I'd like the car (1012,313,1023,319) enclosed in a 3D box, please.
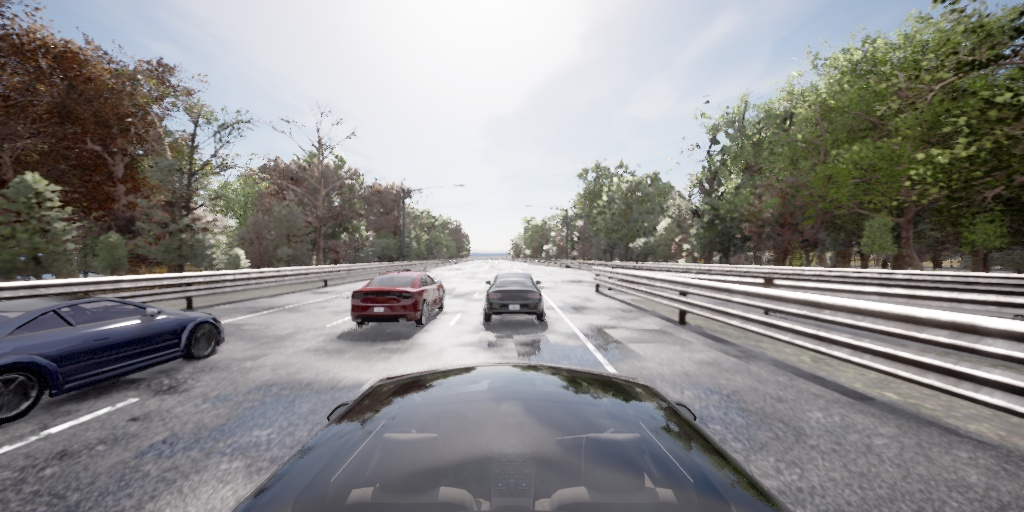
[{"bbox_3d":[14.467,1.282,7.361,1.882,1.535,5.008,0,0,-14],"label":"car"}]

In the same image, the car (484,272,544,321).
[{"bbox_3d":[0.051,1.279,12.394,1.812,1.442,4.674,0,0,0],"label":"car"}]

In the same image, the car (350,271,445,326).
[{"bbox_3d":[-3.445,1.232,11.718,1.882,1.535,5.008,0,0,0],"label":"car"}]

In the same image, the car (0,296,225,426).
[{"bbox_3d":[-6.915,1.317,5.665,1.994,1.385,4.181,0,0,0],"label":"car"}]
